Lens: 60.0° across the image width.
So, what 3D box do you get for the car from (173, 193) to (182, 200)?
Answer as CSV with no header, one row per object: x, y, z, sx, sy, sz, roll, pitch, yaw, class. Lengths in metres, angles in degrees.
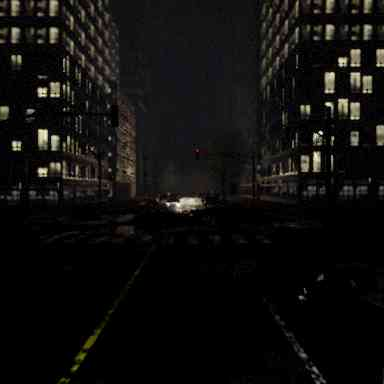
-3.214,0.938,74.114,1.837,1.490,4.892,0,0,0,car

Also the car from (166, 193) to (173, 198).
-5.951,0.875,88.248,1.752,1.417,4.829,0,0,0,car

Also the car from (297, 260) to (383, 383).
2.813,1.534,4.411,1.947,1.339,4.313,-1,0,0,car

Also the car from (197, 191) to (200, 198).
2.443,0.708,82.819,2.192,1.841,5.009,0,0,0,car

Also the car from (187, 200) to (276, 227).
2.385,1.401,20.640,5.357,1.411,2.033,0,0,-1,car

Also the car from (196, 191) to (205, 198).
2.411,0.619,94.099,2.192,1.841,5.009,0,0,0,car

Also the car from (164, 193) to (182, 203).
-3.205,0.934,57.877,2.097,1.767,4.553,0,0,0,car

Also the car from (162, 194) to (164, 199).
-5.902,1.046,71.504,1.947,1.339,4.313,0,0,0,car

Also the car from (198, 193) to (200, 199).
2.511,1.147,60.260,1.802,1.307,4.206,0,0,0,car

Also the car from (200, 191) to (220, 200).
2.558,1.004,43.338,2.192,1.841,5.009,0,0,0,car

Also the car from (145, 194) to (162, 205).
-5.837,1.175,48.781,1.752,1.417,4.829,0,0,0,car
